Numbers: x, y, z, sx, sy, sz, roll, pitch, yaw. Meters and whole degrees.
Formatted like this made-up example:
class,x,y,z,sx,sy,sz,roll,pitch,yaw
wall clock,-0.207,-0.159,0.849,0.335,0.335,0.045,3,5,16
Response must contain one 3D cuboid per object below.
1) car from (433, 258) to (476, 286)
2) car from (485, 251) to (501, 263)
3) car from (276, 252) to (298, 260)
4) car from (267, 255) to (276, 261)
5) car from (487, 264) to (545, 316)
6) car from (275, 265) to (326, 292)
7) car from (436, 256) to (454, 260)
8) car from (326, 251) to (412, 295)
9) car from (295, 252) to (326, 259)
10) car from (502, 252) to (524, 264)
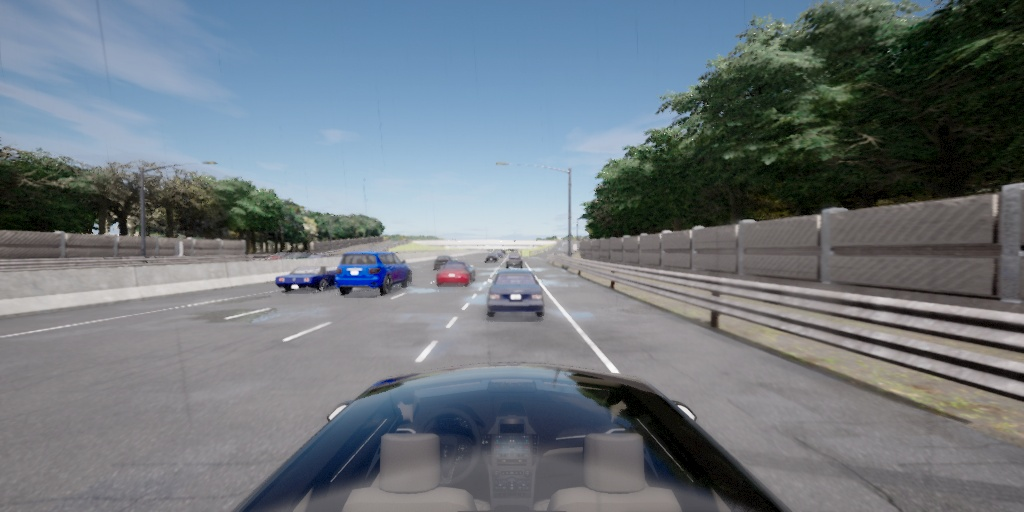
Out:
class,x,y,z,sx,sy,sz,roll,pitch,yaw
car,-3.444,1.047,22.596,1.994,1.385,4.181,0,1,0
car,-3.167,0.280,57.123,1.812,1.442,4.674,0,1,1
car,-27.799,0.329,46.554,2.097,1.767,4.553,0,1,1
car,-31.252,0.298,49.010,2.097,1.767,4.553,0,1,1
car,0.121,1.190,12.824,2.033,1.411,5.357,0,1,0
car,-10.358,1.142,19.358,1.895,1.301,4.718,0,1,0
car,-6.757,0.688,36.764,1.837,1.490,4.892,0,1,0
car,-6.863,0.781,18.336,2.150,2.045,5.566,0,1,0
car,-24.325,0.555,45.150,2.033,1.411,5.357,0,1,1
car,0.274,0.593,40.635,2.128,1.511,4.902,0,1,0
